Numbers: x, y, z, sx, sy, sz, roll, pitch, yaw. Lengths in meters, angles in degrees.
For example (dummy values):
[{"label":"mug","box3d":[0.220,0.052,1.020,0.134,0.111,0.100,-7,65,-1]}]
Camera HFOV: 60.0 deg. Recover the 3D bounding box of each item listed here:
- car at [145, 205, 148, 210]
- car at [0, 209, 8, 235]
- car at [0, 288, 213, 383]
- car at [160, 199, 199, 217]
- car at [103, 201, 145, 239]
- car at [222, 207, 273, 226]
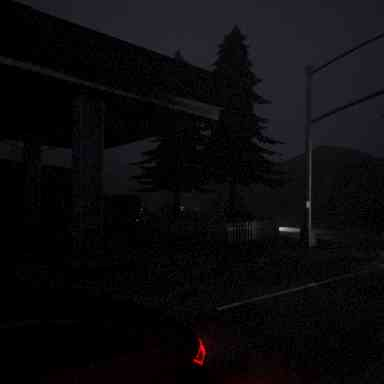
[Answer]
[{"label":"car","box3d":[-7.470,1.663,41.332,2.033,1.411,5.357,1,0,-35]},{"label":"car","box3d":[-11.652,1.520,18.480,2.242,1.667,4.611,1,0,-36]},{"label":"car","box3d":[-1.843,1.620,2.692,4.181,1.385,1.994,1,-1,-36]},{"label":"car","box3d":[-1.321,1.539,32.667,2.097,1.767,4.553,1,0,-36]},{"label":"car","box3d":[-4.521,1.445,18.298,1.905,1.878,3.866,1,0,-36]},{"label":"car","box3d":[4.098,1.814,25.028,1.994,1.385,4.181,1,0,-35]}]
